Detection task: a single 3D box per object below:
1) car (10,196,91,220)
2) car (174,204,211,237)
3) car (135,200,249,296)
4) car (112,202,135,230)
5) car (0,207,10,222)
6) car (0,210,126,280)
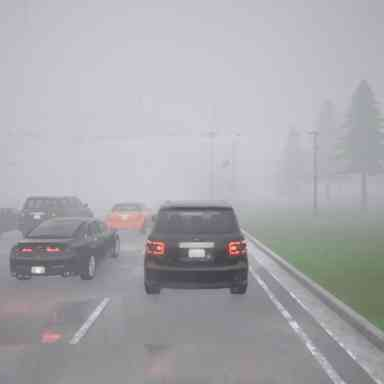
[{"bbox_3d":[-6.973,1.217,17.635,2.150,2.045,5.566,0,0,0],"label":"car"},{"bbox_3d":[0.022,1.520,18.867,1.812,1.442,4.674,0,0,0],"label":"car"},{"bbox_3d":[0.070,1.219,8.794,2.150,2.045,5.566,0,0,0],"label":"car"},{"bbox_3d":[-3.480,1.346,19.232,2.097,1.767,4.553,0,0,0],"label":"car"},{"bbox_3d":[-10.477,1.543,18.213,2.033,1.411,5.357,0,0,0],"label":"car"},{"bbox_3d":[-3.452,1.502,9.882,1.837,1.490,4.892,0,0,0],"label":"car"}]
